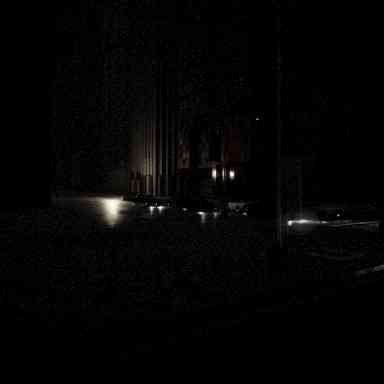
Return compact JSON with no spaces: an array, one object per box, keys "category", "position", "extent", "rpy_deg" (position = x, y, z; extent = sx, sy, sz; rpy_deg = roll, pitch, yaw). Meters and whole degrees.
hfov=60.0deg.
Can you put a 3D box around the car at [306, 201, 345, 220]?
[{"category":"car","position":[9.528,1.388,26.359],"extent":[1.895,1.301,4.718],"rpy_deg":[0,1,-36]}]

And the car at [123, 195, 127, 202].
[{"category":"car","position":[-9.330,0.974,53.226],"extent":[1.895,1.301,4.718],"rpy_deg":[0,1,-35]}]

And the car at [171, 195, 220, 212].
[{"category":"car","position":[0.246,1.107,33.869],"extent":[1.882,1.535,5.008],"rpy_deg":[0,1,-35]}]

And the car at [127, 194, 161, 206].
[{"category":"car","position":[-5.847,1.044,42.527],"extent":[2.033,1.411,5.357],"rpy_deg":[0,1,-35]}]

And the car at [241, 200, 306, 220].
[{"category":"car","position":[6.123,1.324,25.522],"extent":[1.994,1.385,4.181],"rpy_deg":[0,1,-36]}]

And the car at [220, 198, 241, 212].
[{"category":"car","position":[4.235,1.271,33.847],"extent":[1.895,1.301,4.718],"rpy_deg":[0,1,-35]}]

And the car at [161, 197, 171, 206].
[{"category":"car","position":[-1.582,1.143,42.121],"extent":[1.895,1.301,4.718],"rpy_deg":[0,1,-35]}]
